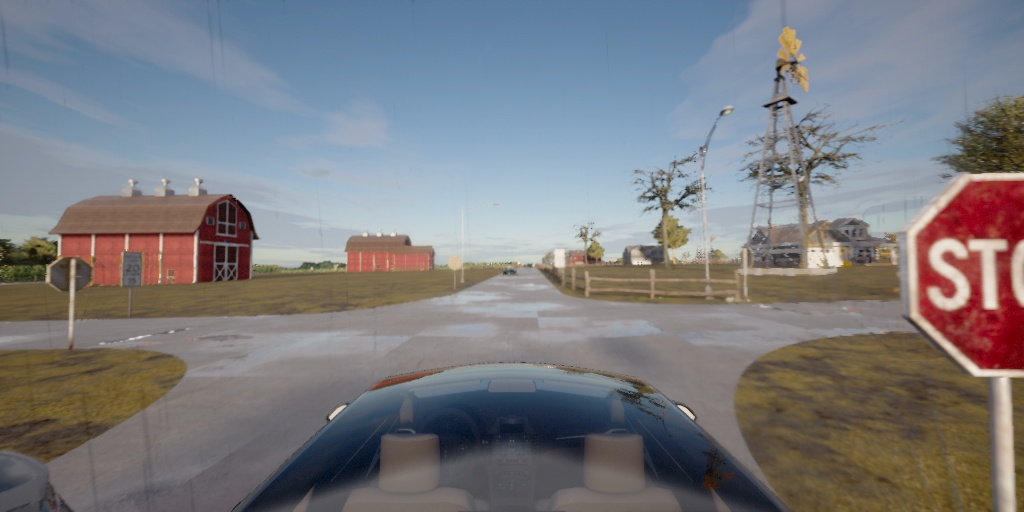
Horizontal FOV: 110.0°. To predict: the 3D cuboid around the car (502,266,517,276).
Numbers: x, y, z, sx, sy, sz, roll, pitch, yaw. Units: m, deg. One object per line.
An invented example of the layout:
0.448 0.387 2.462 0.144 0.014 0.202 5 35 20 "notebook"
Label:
-0.254 2.051 49.112 1.895 1.301 4.718 0 -1 3 "car"
